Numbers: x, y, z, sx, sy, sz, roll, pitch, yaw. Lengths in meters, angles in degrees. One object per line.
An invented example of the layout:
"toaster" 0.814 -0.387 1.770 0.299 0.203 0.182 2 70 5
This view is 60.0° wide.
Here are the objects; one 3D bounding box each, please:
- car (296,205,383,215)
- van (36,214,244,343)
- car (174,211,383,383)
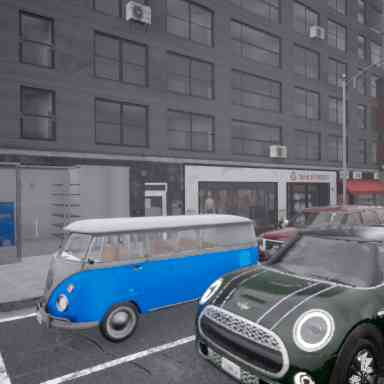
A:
"car" 3.974 1.312 9.420 5.009 1.841 2.192 0 -1 -36
"van" -0.559 1.340 6.157 3.998 1.788 1.690 0 -1 -36
"car" 2.253 1.351 5.002 4.553 1.767 2.097 0 0 -36
